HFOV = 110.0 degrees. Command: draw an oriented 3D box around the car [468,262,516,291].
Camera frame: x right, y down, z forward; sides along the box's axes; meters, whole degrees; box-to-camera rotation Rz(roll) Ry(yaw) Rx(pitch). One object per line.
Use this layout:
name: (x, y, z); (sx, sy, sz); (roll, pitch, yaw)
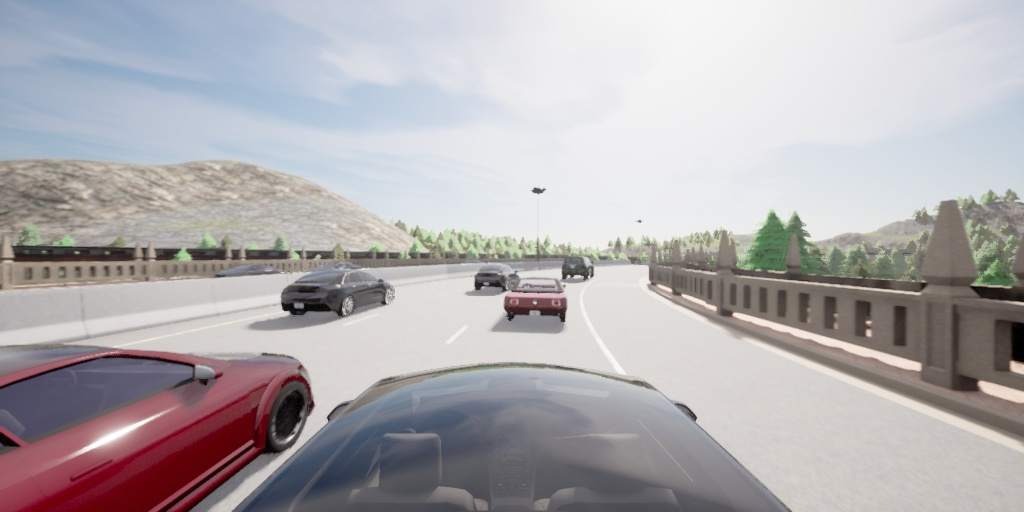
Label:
car: (-0.844, 1.266, 21.708); (1.837, 1.490, 4.892); (0, 0, 13)

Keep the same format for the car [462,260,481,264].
car: (-4.816, 1.251, 42.951); (2.128, 1.511, 4.902); (0, 0, 25)

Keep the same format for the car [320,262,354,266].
car: (-13.879, 1.194, 27.968); (2.128, 1.511, 4.902); (0, 0, 16)

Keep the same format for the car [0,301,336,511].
car: (-3.277, 1.298, 2.456); (1.994, 1.385, 4.181); (0, 0, 0)

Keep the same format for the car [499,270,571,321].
car: (0.946, 1.361, 12.540); (1.895, 1.301, 4.718); (1, 0, 7)

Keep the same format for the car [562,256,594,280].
car: (5.925, 1.023, 31.921); (2.150, 2.045, 5.566); (0, 0, 21)

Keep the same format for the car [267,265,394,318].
car: (-6.001, 1.233, 12.991); (1.837, 1.490, 4.892); (0, 0, 7)

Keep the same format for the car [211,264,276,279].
car: (-18.236, 1.241, 24.873); (1.994, 1.385, 4.181); (0, 0, 13)
